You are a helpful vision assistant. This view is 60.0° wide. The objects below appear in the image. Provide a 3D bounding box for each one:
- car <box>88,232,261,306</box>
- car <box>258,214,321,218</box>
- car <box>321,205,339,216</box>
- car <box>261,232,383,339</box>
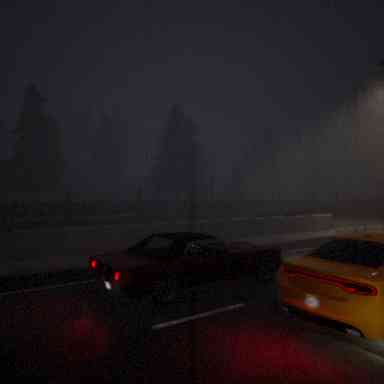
[{"bbox_3d":[0.095,1.639,8.115,4.718,1.301,1.895,1,0,-36],"label":"car"},{"bbox_3d":[7.679,1.723,26.717,5.357,1.411,2.033,1,0,-36],"label":"car"},{"bbox_3d":[13.782,1.822,35.379,4.181,1.385,1.994,1,0,-35],"label":"car"},{"bbox_3d":[3.837,1.533,6.486,5.008,1.535,1.882,1,0,-36],"label":"car"}]
